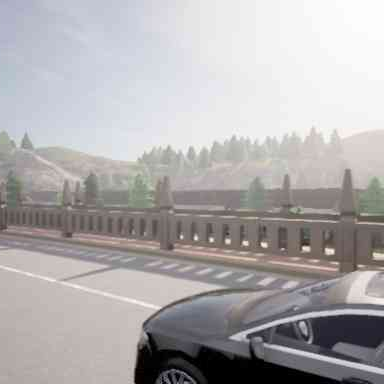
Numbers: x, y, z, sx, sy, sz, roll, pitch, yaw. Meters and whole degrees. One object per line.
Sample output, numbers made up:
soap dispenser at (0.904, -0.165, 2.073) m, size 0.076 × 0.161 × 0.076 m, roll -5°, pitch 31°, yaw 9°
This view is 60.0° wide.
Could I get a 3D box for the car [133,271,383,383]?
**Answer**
car at (1.618, 1.492, 2.838) m, size 4.902 × 1.511 × 2.128 m, roll 0°, pitch 0°, yaw 35°
